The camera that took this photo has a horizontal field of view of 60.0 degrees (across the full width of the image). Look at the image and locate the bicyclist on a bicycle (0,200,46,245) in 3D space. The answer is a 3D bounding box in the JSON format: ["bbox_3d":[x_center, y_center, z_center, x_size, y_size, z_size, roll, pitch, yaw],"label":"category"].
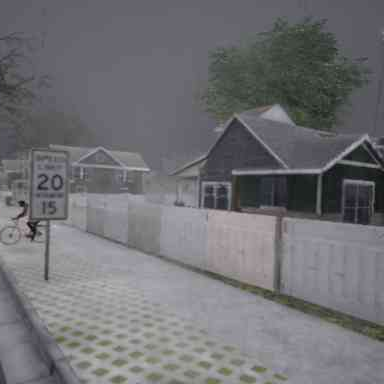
[{"bbox_3d":[-6.151,1.124,12.307,1.656,1.620,0.582,1,0,-36],"label":"bicyclist on a bicycle"}]
